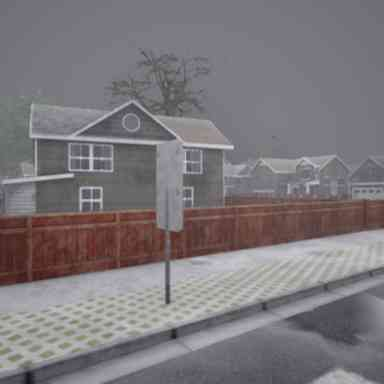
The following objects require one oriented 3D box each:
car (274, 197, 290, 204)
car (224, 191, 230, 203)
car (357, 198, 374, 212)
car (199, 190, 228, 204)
[{"bbox_3d":[9.759,1.235,34.670,1.994,1.385,4.181,0,0,-25],"label":"car"},{"bbox_3d":[4.336,0.954,46.067,2.097,1.767,4.553,0,0,-27],"label":"car"},{"bbox_3d":[13.720,1.239,25.559,1.837,1.490,4.892,0,0,-23],"label":"car"},{"bbox_3d":[3.461,0.771,54.108,2.150,2.045,5.566,0,0,-27],"label":"car"}]
